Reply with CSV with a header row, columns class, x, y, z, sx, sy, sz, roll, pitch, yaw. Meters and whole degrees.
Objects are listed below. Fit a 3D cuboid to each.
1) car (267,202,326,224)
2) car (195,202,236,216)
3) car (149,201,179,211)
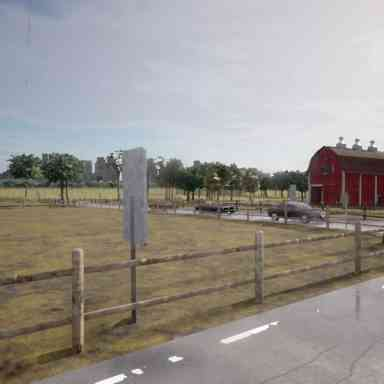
class,x,y,z,sx,sy,sz,roll,pitch,yaw
car,8.167,1.575,26.166,1.837,1.490,4.892,-1,0,-35
car,2.357,1.698,34.386,1.895,1.301,4.718,-1,0,-35
car,-3.617,1.762,42.847,1.895,1.301,4.718,-1,0,-35
